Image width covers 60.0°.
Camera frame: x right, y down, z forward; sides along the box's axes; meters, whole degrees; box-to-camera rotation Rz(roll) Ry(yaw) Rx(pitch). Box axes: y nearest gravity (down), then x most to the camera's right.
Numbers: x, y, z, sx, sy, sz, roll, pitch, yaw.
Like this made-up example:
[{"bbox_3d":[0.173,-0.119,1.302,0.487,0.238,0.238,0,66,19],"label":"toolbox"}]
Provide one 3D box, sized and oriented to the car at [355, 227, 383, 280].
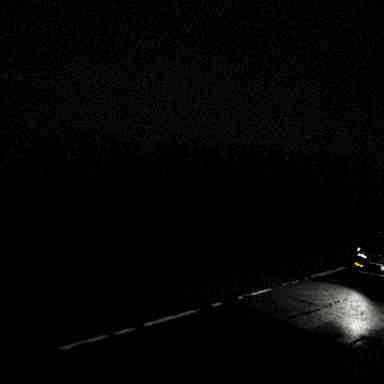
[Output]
[{"bbox_3d":[5.954,1.262,8.232,4.892,1.490,1.837,-2,1,-35],"label":"car"}]
